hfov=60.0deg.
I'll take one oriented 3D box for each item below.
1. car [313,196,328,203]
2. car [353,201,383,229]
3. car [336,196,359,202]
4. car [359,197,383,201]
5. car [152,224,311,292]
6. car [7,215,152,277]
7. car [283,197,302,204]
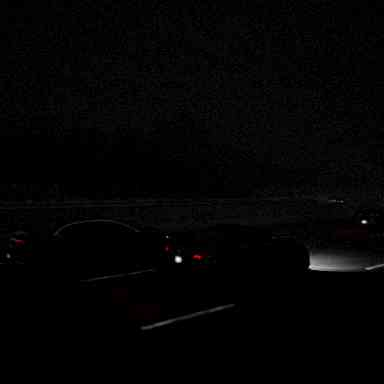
[{"bbox_3d":[27.403,1.572,70.666,1.812,1.442,4.674,1,1,38],"label":"car"},{"bbox_3d":[12.154,1.517,21.101,4.892,1.490,1.837,0,0,-36],"label":"car"},{"bbox_3d":[25.139,1.775,52.146,5.357,1.411,2.033,1,-1,-35],"label":"car"},{"bbox_3d":[27.732,1.731,49.711,4.902,1.511,2.128,1,0,-36],"label":"car"},{"bbox_3d":[1.307,1.562,9.006,4.181,1.385,1.994,0,0,-36],"label":"car"},{"bbox_3d":[-2.910,1.484,10.288,4.902,1.511,2.128,0,0,-36],"label":"car"},{"bbox_3d":[17.598,1.599,58.229,2.128,1.511,4.902,1,0,39],"label":"car"}]
